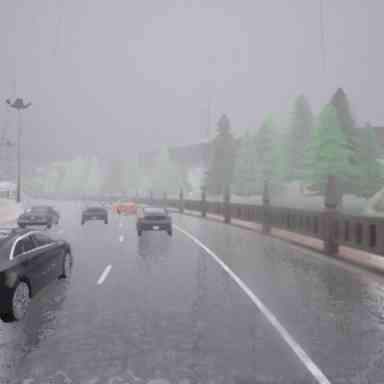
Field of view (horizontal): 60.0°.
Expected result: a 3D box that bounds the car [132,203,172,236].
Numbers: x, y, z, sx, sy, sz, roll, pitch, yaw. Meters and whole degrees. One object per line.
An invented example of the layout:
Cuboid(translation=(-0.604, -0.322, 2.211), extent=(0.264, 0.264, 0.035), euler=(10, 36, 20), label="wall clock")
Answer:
Cuboid(translation=(-2.283, 1.560, 19.120), extent=(1.837, 1.490, 4.892), euler=(0, 0, -11), label="car")

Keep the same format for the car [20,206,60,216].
Cuboid(translation=(-10.070, 1.622, 22.158), extent=(2.033, 1.411, 5.357), euler=(0, 0, -14), label="car")

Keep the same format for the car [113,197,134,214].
Cuboid(translation=(-7.462, 1.462, 36.653), extent=(2.097, 1.767, 4.553), euler=(0, 0, -21), label="car")

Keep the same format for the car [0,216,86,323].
Cuboid(translation=(-4.015, 1.517, 7.160), extent=(2.128, 1.511, 4.902), euler=(0, 0, -5), label="car")

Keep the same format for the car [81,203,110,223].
Cuboid(translation=(-7.490, 1.585, 25.739), extent=(1.837, 1.490, 4.892), euler=(0, 0, -15), label="car")
